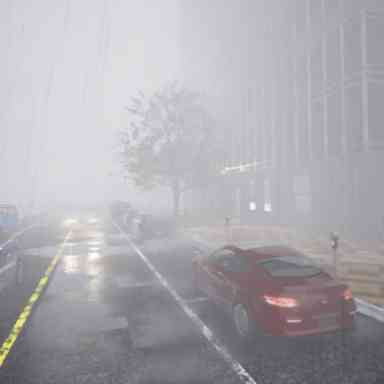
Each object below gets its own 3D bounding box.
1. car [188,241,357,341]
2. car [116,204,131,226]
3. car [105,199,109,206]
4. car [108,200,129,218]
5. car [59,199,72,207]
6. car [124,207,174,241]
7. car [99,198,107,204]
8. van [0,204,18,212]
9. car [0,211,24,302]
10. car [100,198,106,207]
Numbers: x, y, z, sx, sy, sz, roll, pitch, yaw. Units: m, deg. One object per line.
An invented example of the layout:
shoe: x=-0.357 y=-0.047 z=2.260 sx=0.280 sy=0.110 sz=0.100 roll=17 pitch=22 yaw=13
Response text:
car: x=1.177 y=1.592 z=6.378 sx=1.802 sy=1.307 sz=4.206 roll=-1 pitch=0 yaw=-17
car: x=-3.782 y=1.726 z=22.719 sx=2.008 sy=1.369 sz=4.403 roll=-1 pitch=0 yaw=-17
car: x=-8.742 y=1.765 z=39.061 sx=1.967 sy=1.590 sz=4.097 roll=-1 pitch=0 yaw=-17
car: x=-7.089 y=1.715 z=33.614 sx=1.967 sy=1.590 sz=4.097 roll=-1 pitch=0 yaw=-17
car: x=-26.677 y=2.289 z=69.314 sx=1.887 sy=1.381 sz=4.507 roll=-1 pitch=0 yaw=-17
car: x=-2.129 y=1.673 z=17.272 sx=2.008 sy=1.369 sz=4.403 roll=-1 pitch=0 yaw=-17
car: x=-23.616 y=2.300 z=88.083 sx=1.947 sy=1.339 sz=4.313 roll=-1 pitch=0 yaw=-17
van: x=-11.805 y=1.655 z=20.290 sx=1.690 sy=1.788 sz=3.998 roll=-1 pitch=0 yaw=-17
car: x=-4.815 y=1.475 z=6.514 sx=2.097 sy=1.767 sz=4.553 roll=-1 pitch=0 yaw=-17
car: x=-15.352 y=2.061 z=60.849 sx=1.887 sy=1.381 sz=4.507 roll=-1 pitch=0 yaw=-17
